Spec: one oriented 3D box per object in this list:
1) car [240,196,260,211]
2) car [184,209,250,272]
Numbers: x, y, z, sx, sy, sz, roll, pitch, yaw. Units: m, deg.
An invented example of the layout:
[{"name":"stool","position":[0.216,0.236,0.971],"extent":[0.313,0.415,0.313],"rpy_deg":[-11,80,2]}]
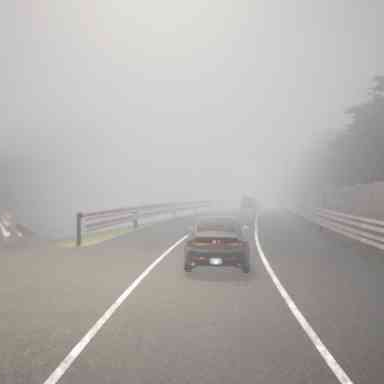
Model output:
[{"name":"car","position":[8.337,1.691,48.786],"extent":[2.150,2.045,5.566],"rpy_deg":[0,-1,14]},{"name":"car","position":[0.843,1.530,10.932],"extent":[1.837,1.490,4.892],"rpy_deg":[0,0,5]}]
